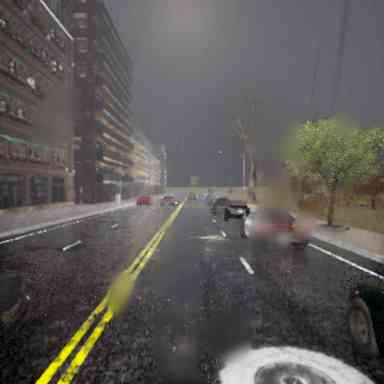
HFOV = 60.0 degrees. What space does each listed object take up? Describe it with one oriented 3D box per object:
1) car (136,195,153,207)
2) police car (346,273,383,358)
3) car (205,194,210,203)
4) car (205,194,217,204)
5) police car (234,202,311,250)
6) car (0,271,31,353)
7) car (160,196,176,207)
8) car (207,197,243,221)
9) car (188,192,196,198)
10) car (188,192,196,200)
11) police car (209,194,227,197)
[{"bbox_3d":[-6.558,1.219,46.279,1.882,1.535,5.008,0,0,0],"label":"car"},{"bbox_3d":[3.252,1.487,3.097,2.038,1.542,4.974,0,0,0],"label":"police car"},{"bbox_3d":[3.264,1.229,47.098,2.128,1.511,4.902,0,0,0],"label":"car"},{"bbox_3d":[3.268,1.153,58.098,1.882,1.535,5.008,0,0,0],"label":"car"},{"bbox_3d":[3.256,1.426,14.098,2.038,1.542,4.974,0,0,0],"label":"police car"},{"bbox_3d":[-3.347,1.532,2.684,2.033,1.411,5.357,0,0,0],"label":"car"},{"bbox_3d":[-3.297,1.268,46.031,1.812,1.442,4.674,0,0,0],"label":"car"},{"bbox_3d":[2.975,1.360,25.749,2.163,1.488,4.792,0,0,-10],"label":"car"},{"bbox_3d":[0.028,0.830,92.645,2.097,1.767,4.553,0,0,0],"label":"car"},{"bbox_3d":[0.023,1.119,74.539,2.033,1.411,5.357,0,0,0],"label":"car"},{"bbox_3d":[3.261,1.223,36.207,1.930,1.638,5.238,0,0,0],"label":"police car"}]
